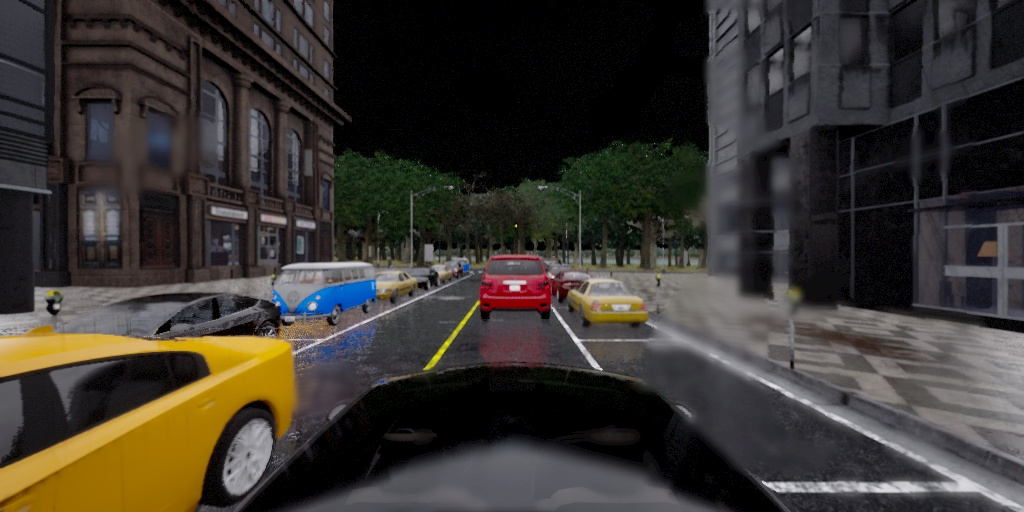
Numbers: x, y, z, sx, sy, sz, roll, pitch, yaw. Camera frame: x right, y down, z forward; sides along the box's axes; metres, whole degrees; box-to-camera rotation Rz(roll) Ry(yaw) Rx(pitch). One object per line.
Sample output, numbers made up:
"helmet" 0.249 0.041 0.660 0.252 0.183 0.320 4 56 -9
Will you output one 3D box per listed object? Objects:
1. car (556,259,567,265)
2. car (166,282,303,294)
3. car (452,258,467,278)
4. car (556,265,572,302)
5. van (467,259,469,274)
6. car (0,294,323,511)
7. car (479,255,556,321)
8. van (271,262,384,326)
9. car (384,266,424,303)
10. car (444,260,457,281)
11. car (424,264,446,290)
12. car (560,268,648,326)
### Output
"car" 2.854 1.199 22.186 1.967 1.591 4.097 0 0 0
"car" -5.749 1.317 5.914 1.948 1.339 4.313 0 0 0
"car" -5.619 1.206 33.102 1.967 1.591 4.097 0 0 0
"car" 2.828 1.302 16.749 1.888 1.381 4.507 0 0 0
"van" -5.592 1.111 38.539 1.690 1.789 3.998 0 0 0
"car" -3.108 1.227 1.534 1.882 1.535 5.008 0 0 0
"car" 0.139 0.977 12.679 2.150 2.045 5.566 0 0 1
"van" -5.723 1.094 11.352 1.690 1.789 3.998 0 0 0
"car" -5.698 1.281 16.620 1.751 1.417 4.829 0 0 0
"car" -5.645 1.288 27.495 1.751 1.417 4.829 0 0 0
"car" -5.671 1.325 22.227 1.948 1.339 4.313 0 0 0
"car" 2.803 1.279 11.481 1.751 1.417 4.829 0 0 0
